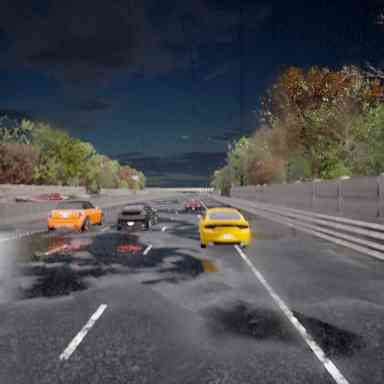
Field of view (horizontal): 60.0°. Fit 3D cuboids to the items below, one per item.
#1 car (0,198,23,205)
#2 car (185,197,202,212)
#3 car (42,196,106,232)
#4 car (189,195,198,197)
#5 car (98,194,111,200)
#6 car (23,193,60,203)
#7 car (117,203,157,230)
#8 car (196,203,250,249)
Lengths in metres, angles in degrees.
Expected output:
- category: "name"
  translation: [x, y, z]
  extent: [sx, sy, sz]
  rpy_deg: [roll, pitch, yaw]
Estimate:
- category: "car"
  translation: [-20.958, 1.404, 38.554]
  extent: [1.882, 1.535, 5.008]
  rpy_deg: [0, 0, 0]
- category: "car"
  translation: [0.183, 1.529, 38.445]
  extent: [1.895, 1.301, 4.718]
  rpy_deg: [0, 0, 1]
- category: "car"
  translation: [-6.829, 1.310, 20.073]
  extent: [2.097, 1.767, 4.553]
  rpy_deg: [0, 0, 0]
- category: "car"
  translation: [0.180, 1.263, 50.226]
  extent: [2.097, 1.767, 4.553]
  rpy_deg: [0, 0, 0]
- category: "car"
  translation: [-20.724, 1.111, 79.286]
  extent: [1.895, 1.301, 4.718]
  rpy_deg: [0, 0, 0]
- category: "car"
  translation: [-17.456, 1.146, 39.795]
  extent: [2.150, 2.045, 5.566]
  rpy_deg: [0, 0, 0]
- category: "car"
  translation: [-3.327, 1.462, 20.537]
  extent: [1.837, 1.490, 4.892]
  rpy_deg: [0, 0, 0]
- category: "car"
  translation: [1.278, 1.447, 14.493]
  extent: [1.882, 1.535, 5.008]
  rpy_deg: [0, 0, 0]
